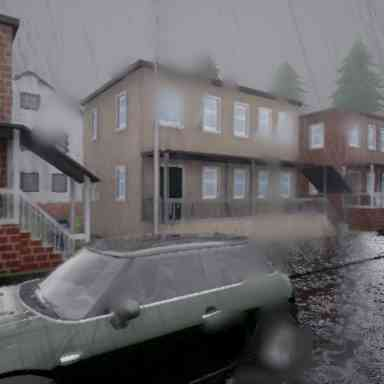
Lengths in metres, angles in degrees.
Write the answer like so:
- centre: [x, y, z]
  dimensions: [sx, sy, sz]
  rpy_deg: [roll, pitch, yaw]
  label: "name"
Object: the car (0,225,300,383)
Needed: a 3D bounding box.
- centre: [-0.793, 1.360, 4.033]
  dimensions: [4.553, 1.767, 2.097]
  rpy_deg: [0, 0, -35]
  label: "car"
